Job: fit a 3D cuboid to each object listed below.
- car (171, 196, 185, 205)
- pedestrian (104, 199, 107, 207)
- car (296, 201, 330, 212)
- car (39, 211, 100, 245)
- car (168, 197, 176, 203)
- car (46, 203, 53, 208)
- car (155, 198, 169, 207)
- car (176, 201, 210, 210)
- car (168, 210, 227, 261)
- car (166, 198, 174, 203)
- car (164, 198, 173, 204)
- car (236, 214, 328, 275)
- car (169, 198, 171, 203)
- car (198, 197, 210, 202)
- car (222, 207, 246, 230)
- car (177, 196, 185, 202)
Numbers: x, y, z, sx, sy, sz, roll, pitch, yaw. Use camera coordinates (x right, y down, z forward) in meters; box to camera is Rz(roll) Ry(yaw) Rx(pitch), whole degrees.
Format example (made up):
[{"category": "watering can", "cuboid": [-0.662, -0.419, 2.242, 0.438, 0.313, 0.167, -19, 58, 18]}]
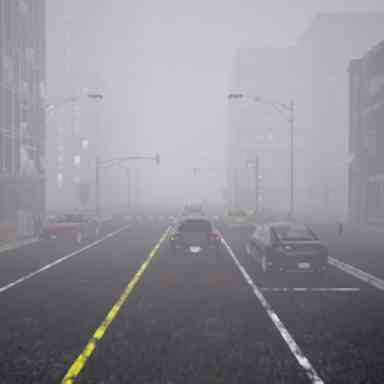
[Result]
[{"category": "car", "cuboid": [-2.989, 2.089, 75.090, 2.033, 1.411, 5.357, 0, 0, 0]}, {"category": "pedestrian", "cuboid": [-12.542, 1.562, 48.301, 0.375, 1.300, 0.375, 0, 0, 1]}, {"category": "car", "cuboid": [16.320, 1.958, 44.951, 4.403, 1.369, 2.008, 0, 0, 1]}, {"category": "car", "cuboid": [-5.829, 1.663, 16.235, 1.887, 1.381, 4.507, -1, 0, 0]}, {"category": "car", "cuboid": [-5.690, 2.231, 93.702, 1.887, 1.381, 4.507, -1, 0, 0]}, {"category": "car", "cuboid": [-21.655, 1.616, 45.456, 4.829, 1.417, 1.752, 0, 0, 1]}, {"category": "car", "cuboid": [-5.694, 1.960, 59.606, 1.752, 1.417, 4.829, -1, 0, 0]}, {"category": "car", "cuboid": [0.093, 1.676, 25.619, 2.128, 1.511, 4.902, 0, -1, 0]}, {"category": "car", "cuboid": [0.099, 1.617, 12.628, 1.812, 1.442, 4.674, 0, 0, 0]}, {"category": "car", "cuboid": [-5.690, 2.227, 88.047, 1.802, 1.307, 4.206, -1, 0, 0]}, {"category": "car", "cuboid": [-5.691, 2.148, 82.393, 1.887, 1.381, 4.507, -1, 0, 0]}, {"category": "car", "cuboid": [2.809, 1.627, 10.532, 2.008, 1.369, 4.403, -1, 0, 0]}, {"category": "car", "cuboid": [-5.693, 2.043, 65.430, 1.947, 1.339, 4.313, -1, 0, 0]}, {"category": "car", "cuboid": [2.687, 2.028, 65.429, 2.008, 1.369, 4.403, -1, 0, 0]}, {"category": "car", "cuboid": [2.810, 1.685, 21.991, 1.752, 1.417, 4.829, -1, 0, 0]}, {"category": "car", "cuboid": [-2.987, 1.958, 91.525, 2.128, 1.511, 4.902, 0, 0, 0]}]
